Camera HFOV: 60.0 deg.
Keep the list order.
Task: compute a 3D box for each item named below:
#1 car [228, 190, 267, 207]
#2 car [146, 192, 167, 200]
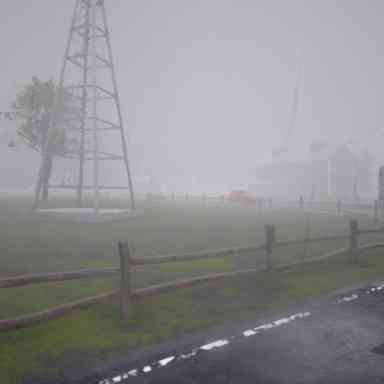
[{"bbox_3d":[6.963,0.758,42.218,2.150,2.045,5.566,1,0,-35],"label":"car"},{"bbox_3d":[-6.670,0.779,61.597,2.033,1.411,5.357,1,0,-35],"label":"car"}]
